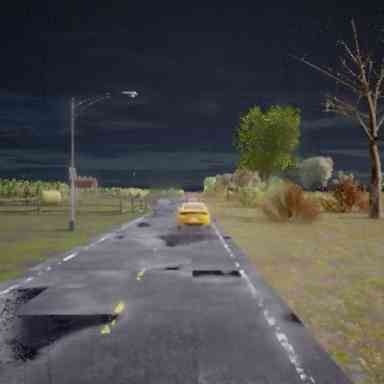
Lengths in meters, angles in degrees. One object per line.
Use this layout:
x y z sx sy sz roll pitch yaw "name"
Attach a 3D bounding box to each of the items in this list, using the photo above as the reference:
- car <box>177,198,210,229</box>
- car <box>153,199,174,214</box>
0.097 1.388 21.016 1.882 1.535 5.008 0 0 0 "car"
-2.757 1.393 33.109 1.812 1.442 4.674 0 0 0 "car"
